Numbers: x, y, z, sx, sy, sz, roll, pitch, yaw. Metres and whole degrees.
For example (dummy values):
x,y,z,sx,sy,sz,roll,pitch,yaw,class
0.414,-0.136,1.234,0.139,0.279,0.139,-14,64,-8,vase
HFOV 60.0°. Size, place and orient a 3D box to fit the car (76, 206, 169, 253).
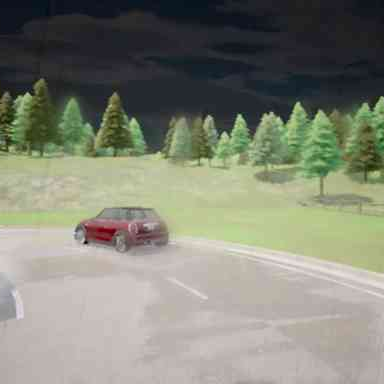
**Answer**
x,y,z,sx,sy,sz,roll,pitch,yaw,class
-3.069,1.381,14.063,4.553,1.767,2.097,0,0,44,car
